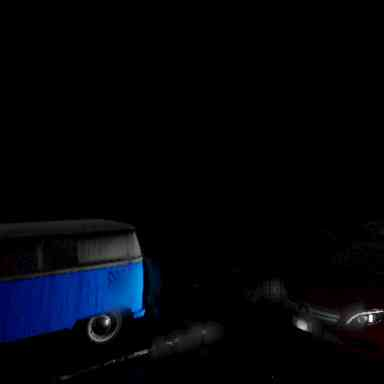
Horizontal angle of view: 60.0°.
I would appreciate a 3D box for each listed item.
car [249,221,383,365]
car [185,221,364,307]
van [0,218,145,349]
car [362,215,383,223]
[{"bbox_3d":[3.359,1.446,5.702,4.674,1.442,1.812,-1,1,-35],"label":"car"},{"bbox_3d":[1.877,1.485,7.801,4.313,1.339,1.947,-1,0,-35],"label":"car"},{"bbox_3d":[-2.640,1.334,4.656,3.998,1.788,1.690,-1,0,-35],"label":"van"},{"bbox_3d":[6.392,1.428,10.944,4.206,1.307,1.802,-1,0,-35],"label":"car"}]
